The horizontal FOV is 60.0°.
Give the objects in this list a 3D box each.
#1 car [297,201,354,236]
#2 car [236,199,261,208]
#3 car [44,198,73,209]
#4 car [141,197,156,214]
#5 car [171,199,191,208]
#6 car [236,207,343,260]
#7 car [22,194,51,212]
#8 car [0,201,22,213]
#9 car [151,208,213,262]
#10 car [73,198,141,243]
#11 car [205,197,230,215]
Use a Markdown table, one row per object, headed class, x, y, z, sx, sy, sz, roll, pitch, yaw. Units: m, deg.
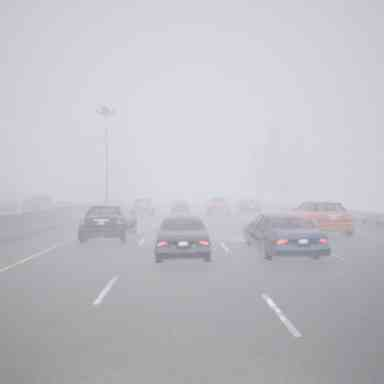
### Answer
| class | x | y | z | sx | sy | sz | roll | pitch | yaw |
| --- | --- | --- | --- | --- | --- | --- | --- | --- | --- |
| car | 6.477 | 1.235 | 17.459 | 2.097 | 1.767 | 4.553 | -1 | 0 | -2 |
| car | 5.812 | 1.416 | 34.671 | 1.994 | 1.385 | 4.181 | -1 | 0 | -2 |
| car | -15.663 | 1.692 | 40.016 | 1.895 | 1.301 | 4.718 | -1 | 0 | -3 |
| car | -4.602 | 1.331 | 32.054 | 2.097 | 1.767 | 4.553 | -1 | 0 | -2 |
| car | -1.186 | 1.460 | 34.436 | 1.812 | 1.442 | 4.674 | -1 | 0 | -2 |
| car | 3.162 | 1.482 | 12.180 | 2.033 | 1.411 | 5.357 | -1 | 0 | -2 |
| car | -19.264 | 1.349 | 41.650 | 2.150 | 2.045 | 5.566 | -1 | 0 | -4 |
| car | -22.645 | 1.774 | 39.589 | 1.895 | 1.301 | 4.718 | -1 | 0 | -3 |
| car | -0.333 | 1.524 | 12.034 | 2.033 | 1.411 | 5.357 | -1 | 0 | -2 |
| car | -3.992 | 1.360 | 16.440 | 2.097 | 1.767 | 4.553 | -1 | 0 | -2 |
| car | 2.393 | 1.248 | 32.318 | 2.097 | 1.767 | 4.553 | -1 | 0 | -2 |
